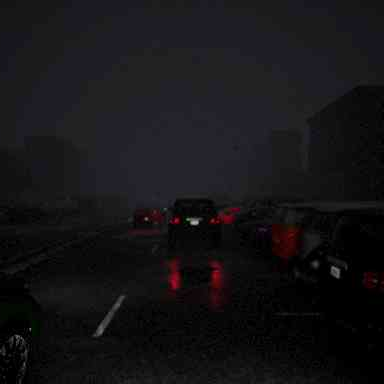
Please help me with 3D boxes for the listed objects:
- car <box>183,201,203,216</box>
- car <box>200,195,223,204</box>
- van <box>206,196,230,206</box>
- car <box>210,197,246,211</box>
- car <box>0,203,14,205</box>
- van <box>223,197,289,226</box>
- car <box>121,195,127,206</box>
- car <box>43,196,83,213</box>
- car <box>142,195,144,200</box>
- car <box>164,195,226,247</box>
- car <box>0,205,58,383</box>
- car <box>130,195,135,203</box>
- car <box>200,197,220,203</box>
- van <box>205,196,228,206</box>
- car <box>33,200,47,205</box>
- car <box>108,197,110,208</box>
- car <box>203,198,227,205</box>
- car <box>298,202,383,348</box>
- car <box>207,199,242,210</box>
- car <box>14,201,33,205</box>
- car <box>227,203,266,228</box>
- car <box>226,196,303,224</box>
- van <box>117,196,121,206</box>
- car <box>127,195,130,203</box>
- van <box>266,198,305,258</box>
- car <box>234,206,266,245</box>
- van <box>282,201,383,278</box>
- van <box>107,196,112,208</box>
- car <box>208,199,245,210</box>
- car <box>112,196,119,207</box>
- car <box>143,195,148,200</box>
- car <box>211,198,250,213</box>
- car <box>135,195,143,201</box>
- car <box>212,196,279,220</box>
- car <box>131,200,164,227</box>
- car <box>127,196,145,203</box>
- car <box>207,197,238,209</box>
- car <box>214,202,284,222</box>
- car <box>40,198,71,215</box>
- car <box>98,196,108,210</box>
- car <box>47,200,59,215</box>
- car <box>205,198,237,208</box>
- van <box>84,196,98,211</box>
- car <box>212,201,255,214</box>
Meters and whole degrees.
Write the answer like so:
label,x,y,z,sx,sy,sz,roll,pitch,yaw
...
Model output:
label,x,y,z,sx,sy,sz,roll,pitch,yaw
car,0.102,1.732,35.941,2.033,1.411,5.357,0,0,0
car,4.684,1.850,82.595,5.566,2.045,2.435,0,-1,0
van,4.828,1.694,63.139,4.442,1.987,1.878,0,-1,0
car,4.680,1.604,43.685,4.553,1.767,2.185,0,-1,0
car,-15.670,1.590,22.987,5.366,1.575,1.946,0,0,0
van,4.594,1.358,24.232,4.442,1.987,1.878,0,0,0
car,-15.542,1.686,61.589,5.566,2.045,2.435,0,-1,0
car,-15.523,1.442,36.773,5.566,2.045,2.435,0,0,0
car,-15.534,2.203,86.406,4.674,1.452,2.002,0,0,0
car,0.100,1.277,15.352,2.150,2.045,5.566,0,0,0
car,-2.900,1.227,1.655,2.150,2.045,5.566,0,0,0
car,-15.548,1.769,69.863,5.566,2.045,2.435,0,-1,0
car,4.718,2.150,88.151,5.008,1.535,2.097,0,-1,0
van,4.829,1.720,65.918,4.442,1.987,1.878,0,-1,0
car,-15.518,1.659,28.501,4.792,1.488,2.163,0,0,0
car,-15.503,1.862,50.557,4.674,1.452,2.002,0,-1,0
car,4.705,1.974,68.695,4.892,1.521,2.231,0,-1,0
car,4.738,1.243,4.779,5.566,2.045,2.435,0,0,0
car,4.707,1.782,49.238,5.008,1.535,2.097,0,-1,0
car,-15.480,1.611,25.743,4.892,1.521,2.231,0,0,0
car,4.704,1.554,18.673,4.892,1.521,2.231,0,0,0
car,4.682,1.316,21.455,5.566,2.045,2.435,0,0,0
van,-15.395,1.682,58.831,4.442,1.987,1.878,0,-1,0
car,-15.549,1.869,67.227,4.553,1.767,2.185,0,-1,0
van,4.827,1.288,10.336,4.442,1.987,1.878,0,0,0
car,4.680,1.568,15.894,4.792,1.488,2.163,0,0,0
van,4.593,1.277,7.559,4.442,1.987,1.878,0,0,0
van,-15.624,1.624,53.316,4.442,1.987,1.878,0,-1,0
car,4.717,1.756,46.462,4.892,1.521,2.231,0,-1,0
car,-15.515,1.879,56.071,5.008,1.535,2.097,0,-1,0
car,-15.506,1.933,89.167,5.566,2.045,2.435,0,0,0
car,4.679,1.580,40.905,4.553,1.767,2.185,0,0,0
car,-15.501,2.171,83.649,4.792,1.488,2.163,0,0,0
car,4.682,1.368,29.789,5.566,2.045,2.435,0,0,0
car,-2.900,1.578,23.639,1.882,1.535,5.008,0,0,0
car,-15.505,2.079,91.923,4.553,1.767,2.185,0,0,0
car,4.742,1.683,52.021,4.553,1.767,2.185,0,-1,0
car,4.525,1.599,27.010,5.366,1.575,1.946,0,0,0
car,-15.498,1.671,34.015,5.008,1.535,2.097,0,0,0
car,-15.318,1.792,47.800,5.366,1.575,1.946,0,-1,0
car,-15.493,1.690,31.257,4.674,1.452,2.002,0,0,0
car,4.706,1.836,54.799,5.008,1.535,2.097,0,-1,0
van,-15.618,1.541,45.043,4.442,1.987,1.878,0,0,0
car,4.708,1.722,38.124,4.674,1.452,2.002,0,0,0
